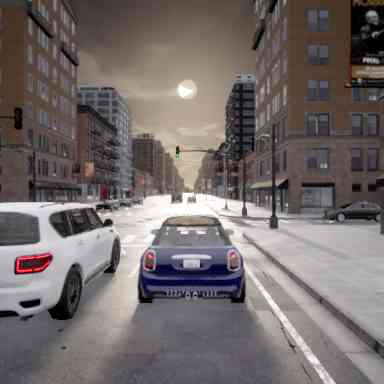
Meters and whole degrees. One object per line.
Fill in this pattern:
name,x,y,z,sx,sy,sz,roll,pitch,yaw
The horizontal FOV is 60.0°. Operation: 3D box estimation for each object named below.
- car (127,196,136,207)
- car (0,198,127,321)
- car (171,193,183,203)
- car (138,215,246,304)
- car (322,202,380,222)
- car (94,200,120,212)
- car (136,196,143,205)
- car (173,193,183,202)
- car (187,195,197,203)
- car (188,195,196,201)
car,-9.900,1.554,49.131,1.994,1.385,4.181,0,0,-1
car,-3.153,1.221,7.406,2.150,2.045,5.566,0,0,0
car,-3.217,1.202,69.953,2.150,2.045,5.566,0,0,0
car,0.007,1.351,8.279,2.097,1.767,4.553,0,0,0
car,12.702,1.542,25.854,4.892,1.490,1.837,0,0,2
car,-9.880,1.594,39.100,1.895,1.301,4.718,0,0,0
car,-9.873,1.490,59.533,1.837,1.490,4.892,0,0,0
car,-3.312,1.201,80.343,2.150,2.045,5.566,0,0,0
car,-0.054,1.472,69.207,2.128,1.511,4.902,0,0,0
car,-0.062,1.442,79.656,1.895,1.301,4.718,0,0,0
